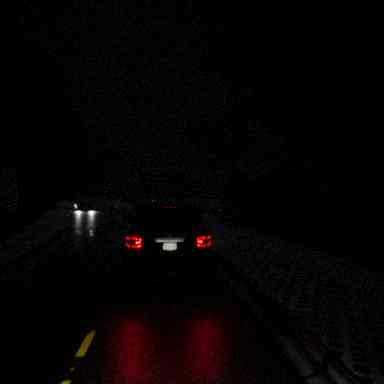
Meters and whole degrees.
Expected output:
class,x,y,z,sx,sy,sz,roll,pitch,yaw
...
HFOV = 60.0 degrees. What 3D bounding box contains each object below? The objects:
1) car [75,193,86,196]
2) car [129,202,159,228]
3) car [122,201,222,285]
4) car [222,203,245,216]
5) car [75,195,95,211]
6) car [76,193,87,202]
class,x,y,z,sx,sy,sz,roll,pitch,yaw
car,-19.412,1.424,58.222,1.882,1.535,5.008,1,0,-20
car,-3.474,1.564,23.786,1.882,1.535,5.008,1,0,-9
car,-0.842,1.272,9.854,2.150,2.045,5.566,0,0,-8
car,4.550,1.886,35.570,5.008,1.535,1.882,1,-3,-20
car,-13.210,1.510,41.164,1.812,1.442,4.674,1,0,-20
car,-24.335,1.190,73.096,2.150,2.045,5.566,1,0,-17
